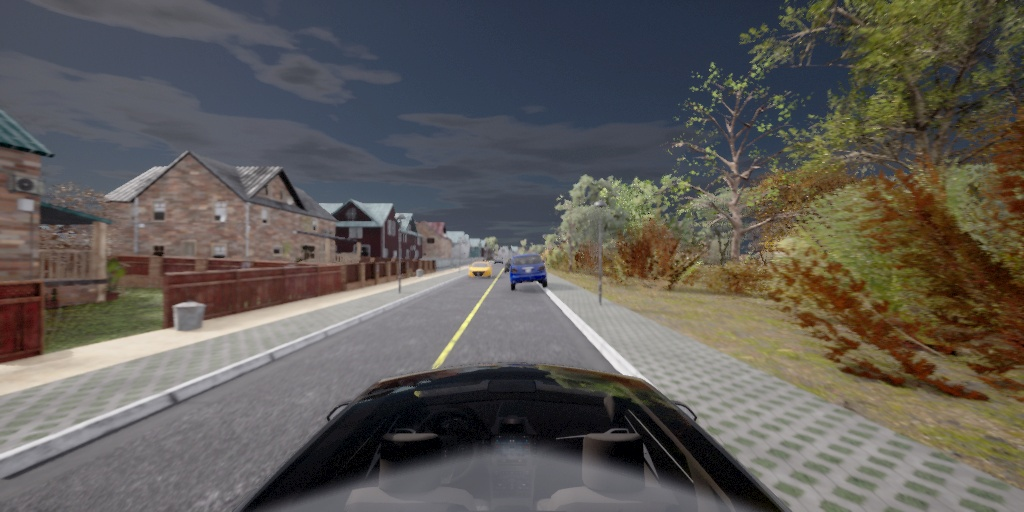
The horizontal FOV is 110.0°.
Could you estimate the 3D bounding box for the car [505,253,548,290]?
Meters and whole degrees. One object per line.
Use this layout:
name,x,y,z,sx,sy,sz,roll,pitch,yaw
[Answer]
car,0.903,0.903,22.407,2.150,2.045,5.566,-5,0,0

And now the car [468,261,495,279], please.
car,-2.819,1.233,32.691,1.882,1.535,5.008,0,0,0

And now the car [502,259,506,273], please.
car,0.039,1.259,43.883,1.837,1.490,4.892,0,0,0
